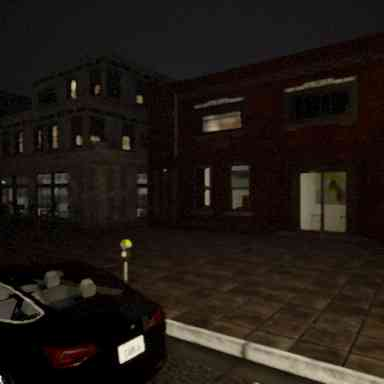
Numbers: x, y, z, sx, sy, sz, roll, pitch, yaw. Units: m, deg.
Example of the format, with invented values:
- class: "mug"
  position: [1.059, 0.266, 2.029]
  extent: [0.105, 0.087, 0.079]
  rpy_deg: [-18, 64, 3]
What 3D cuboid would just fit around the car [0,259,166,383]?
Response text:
- class: "car"
  position: [-2.290, 1.611, 4.502]
  extent: [4.313, 1.339, 1.947]
  rpy_deg: [-1, 0, 35]
